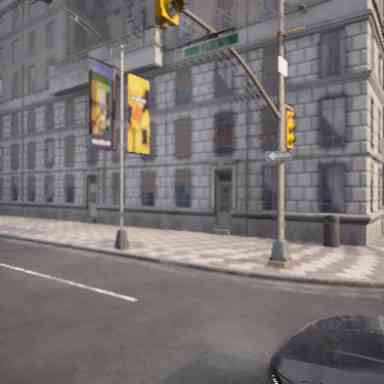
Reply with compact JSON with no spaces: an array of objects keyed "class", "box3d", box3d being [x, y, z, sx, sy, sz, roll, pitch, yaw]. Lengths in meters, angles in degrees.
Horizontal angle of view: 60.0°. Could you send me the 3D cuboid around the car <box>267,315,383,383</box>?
[{"class":"car","box3d":[2.862,1.509,1.952,4.892,1.490,1.837,0,0,36]}]
